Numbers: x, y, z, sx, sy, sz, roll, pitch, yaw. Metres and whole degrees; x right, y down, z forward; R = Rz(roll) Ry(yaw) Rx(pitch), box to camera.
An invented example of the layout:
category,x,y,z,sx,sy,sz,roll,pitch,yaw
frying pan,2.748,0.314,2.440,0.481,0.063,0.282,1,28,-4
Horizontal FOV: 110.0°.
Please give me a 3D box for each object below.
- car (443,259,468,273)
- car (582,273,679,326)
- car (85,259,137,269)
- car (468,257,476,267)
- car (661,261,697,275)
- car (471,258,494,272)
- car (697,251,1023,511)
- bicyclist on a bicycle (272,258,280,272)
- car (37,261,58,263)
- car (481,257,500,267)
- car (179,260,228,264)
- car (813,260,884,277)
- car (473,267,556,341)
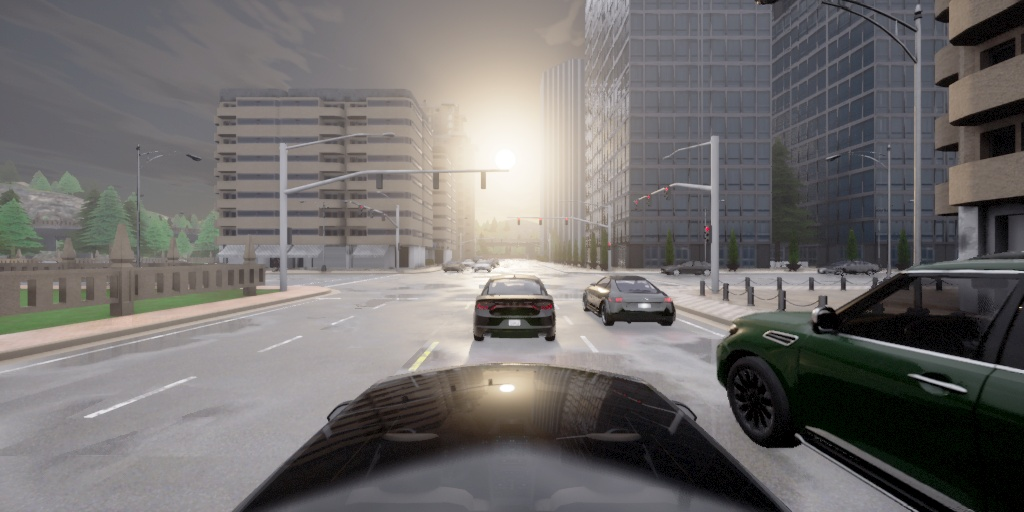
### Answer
category,x,y,z,sx,sy,sz,roll,pitch,yaw
car,-7.101,1.297,43.852,2.033,1.411,5.357,0,0,0
car,3.577,1.314,11.663,1.994,1.385,4.181,0,0,0
car,-33.591,1.220,29.438,4.674,1.442,1.812,0,0,16
car,-7.088,1.275,58.060,1.812,1.442,4.674,0,0,0
car,16.973,1.199,34.665,4.892,1.490,1.837,0,0,0
car,-3.600,1.276,43.944,1.812,1.442,4.674,0,0,0
car,3.601,0.971,2.058,2.150,2.045,5.566,0,0,0
bicyclist on a bicycle,-26.084,0.995,39.847,0.582,1.620,1.656,0,0,7
car,-50.895,1.220,39.283,4.674,1.442,1.812,0,0,44
car,-3.591,1.241,58.378,2.128,1.511,4.902,0,0,0
car,-22.880,1.220,27.922,4.674,1.442,1.812,0,0,4
car,32.338,1.186,34.575,4.902,1.511,2.128,0,0,0
car,0.068,1.228,9.885,1.882,1.535,5.008,0,0,0
